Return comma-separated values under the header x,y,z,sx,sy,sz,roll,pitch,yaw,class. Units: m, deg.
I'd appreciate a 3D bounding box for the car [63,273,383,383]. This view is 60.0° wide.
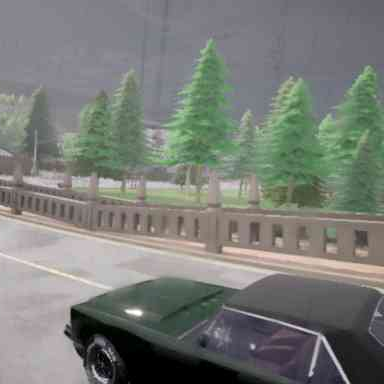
x,y,z,sx,sy,sz,roll,pitch,yaw,class
0.781,1.583,3.434,4.718,1.301,1.895,1,1,35,car
